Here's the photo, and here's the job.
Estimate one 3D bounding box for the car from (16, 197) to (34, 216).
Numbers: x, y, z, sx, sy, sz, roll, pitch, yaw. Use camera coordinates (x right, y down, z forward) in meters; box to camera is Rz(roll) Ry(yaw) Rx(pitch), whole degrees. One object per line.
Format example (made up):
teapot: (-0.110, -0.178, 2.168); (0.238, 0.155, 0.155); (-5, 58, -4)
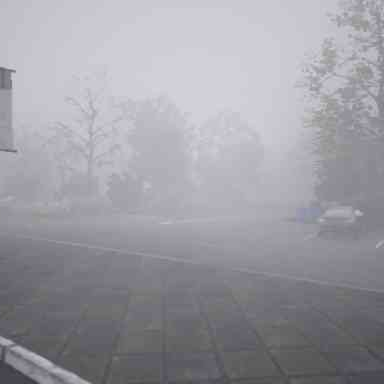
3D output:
car: (-13.616, 1.508, 32.240); (1.946, 1.575, 5.366); (-1, -1, 35)

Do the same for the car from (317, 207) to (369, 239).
car: (7.752, 1.467, 16.992); (2.002, 1.452, 4.674); (0, 0, 35)

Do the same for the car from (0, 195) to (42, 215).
car: (-18.422, 1.358, 35.350); (2.435, 2.045, 5.566); (-2, -1, 35)

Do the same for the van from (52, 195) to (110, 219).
van: (-9.325, 1.218, 28.862); (1.878, 1.987, 4.442); (-1, 0, 35)

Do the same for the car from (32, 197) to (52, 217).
car: (-11.437, 1.472, 30.712); (1.946, 1.575, 5.366); (-1, 0, 35)
